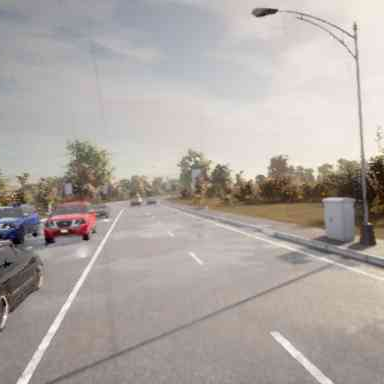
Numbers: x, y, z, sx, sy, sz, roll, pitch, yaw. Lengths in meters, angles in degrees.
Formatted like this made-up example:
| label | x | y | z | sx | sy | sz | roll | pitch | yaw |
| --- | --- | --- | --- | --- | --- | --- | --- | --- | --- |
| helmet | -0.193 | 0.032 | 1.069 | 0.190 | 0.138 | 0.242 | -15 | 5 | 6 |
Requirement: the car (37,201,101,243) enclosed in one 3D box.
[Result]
| label | x | y | z | sx | sy | sz | roll | pitch | yaw |
| --- | --- | --- | --- | --- | --- | --- | --- | --- | --- |
| car | -6.777 | 1.610 | 19.040 | 2.150 | 2.045 | 5.566 | -3 | 0 | -10 |

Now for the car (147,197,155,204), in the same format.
| label | x | y | z | sx | sy | sz | roll | pitch | yaw |
| --- | --- | --- | --- | --- | --- | --- | --- | --- | --- |
| car | -9.824 | 1.974 | 80.021 | 1.812 | 1.442 | 4.674 | -3 | 0 | -7 |

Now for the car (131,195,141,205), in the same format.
| label | x | y | z | sx | sy | sz | roll | pitch | yaw |
| --- | --- | --- | --- | --- | --- | --- | --- | --- | --- |
| car | -13.312 | 1.895 | 79.622 | 2.150 | 2.045 | 5.566 | -3 | 0 | -7 |

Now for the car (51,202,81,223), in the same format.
| label | x | y | z | sx | sy | sz | roll | pitch | yaw |
| --- | --- | --- | --- | --- | --- | --- | --- | --- | --- |
| car | -13.229 | 2.106 | 35.163 | 2.097 | 1.767 | 4.553 | -3 | 0 | -10 |

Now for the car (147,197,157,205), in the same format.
| label | x | y | z | sx | sy | sz | roll | pitch | yaw |
| --- | --- | --- | --- | --- | --- | --- | --- | --- | --- |
| car | -8.418 | 2.055 | 69.903 | 1.895 | 1.301 | 4.718 | -3 | 0 | -8 |

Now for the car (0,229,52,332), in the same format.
| label | x | y | z | sx | sy | sz | roll | pitch | yaw |
| --- | --- | --- | --- | --- | --- | --- | --- | --- | --- |
| car | -4.521 | 1.823 | 6.869 | 1.994 | 1.385 | 4.181 | -3 | 0 | -10 |

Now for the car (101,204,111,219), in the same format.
| label | x | y | z | sx | sy | sz | roll | pitch | yaw |
| --- | --- | --- | --- | --- | --- | --- | --- | --- | --- |
| car | -9.690 | 2.056 | 35.256 | 1.837 | 1.490 | 4.892 | -3 | -1 | -10 |

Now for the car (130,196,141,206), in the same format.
| label | x | y | z | sx | sy | sz | roll | pitch | yaw |
| --- | --- | --- | --- | --- | --- | --- | --- | --- | --- |
| car | -11.868 | 2.199 | 69.330 | 2.033 | 1.411 | 5.357 | -3 | 0 | -8 |

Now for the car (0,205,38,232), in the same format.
| label | x | y | z | sx | sy | sz | roll | pitch | yaw |
| --- | --- | --- | --- | --- | --- | --- | --- | --- | --- |
| car | -10.314 | 1.816 | 18.952 | 2.150 | 2.045 | 5.566 | -3 | 0 | -10 |
